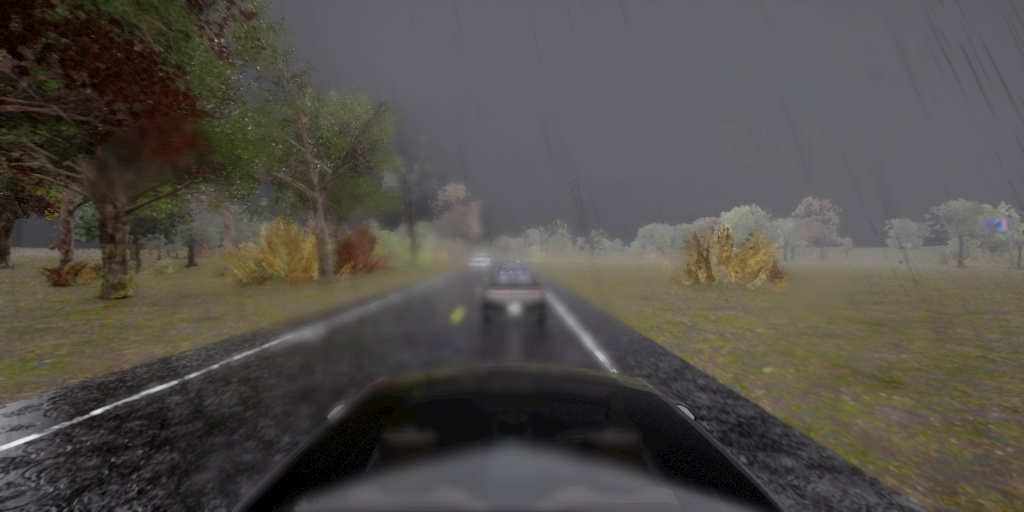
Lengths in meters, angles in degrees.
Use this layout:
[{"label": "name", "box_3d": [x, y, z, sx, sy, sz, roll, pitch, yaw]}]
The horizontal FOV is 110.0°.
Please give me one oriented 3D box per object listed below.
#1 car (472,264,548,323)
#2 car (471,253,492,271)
[{"label": "car", "box_3d": [0.081, 1.163, 11.796, 2.128, 1.511, 4.902, 0, 0, 0]}, {"label": "car", "box_3d": [-3.593, 0.651, 42.675, 2.150, 2.045, 5.566, 0, 1, 0]}]
